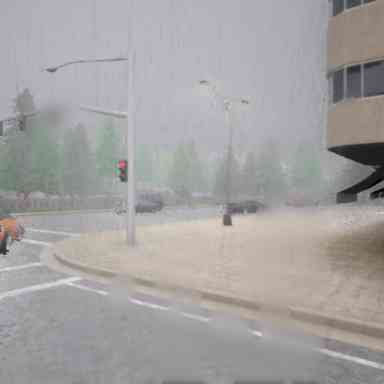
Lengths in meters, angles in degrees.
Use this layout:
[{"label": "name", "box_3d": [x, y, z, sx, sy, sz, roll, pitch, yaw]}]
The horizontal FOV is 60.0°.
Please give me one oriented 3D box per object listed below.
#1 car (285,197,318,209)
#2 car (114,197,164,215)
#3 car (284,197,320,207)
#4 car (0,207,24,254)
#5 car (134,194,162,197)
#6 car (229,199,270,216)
[{"label": "car", "box_3d": [14.596, 1.524, 44.583, 4.181, 1.385, 1.994, 0, 0, -14]}, {"label": "car", "box_3d": [-5.312, 1.495, 32.255, 1.812, 1.442, 4.674, 0, 0, 42]}, {"label": "car", "box_3d": [16.022, 1.486, 48.513, 4.674, 1.442, 1.812, 0, 0, -12]}, {"label": "car", "box_3d": [-8.129, 1.325, 13.145, 2.097, 1.767, 4.553, 0, 0, -21]}, {"label": "car", "box_3d": [-5.647, 1.194, 37.101, 5.566, 2.045, 2.150, 0, 0, -44]}, {"label": "car", "box_3d": [5.612, 1.465, 32.663, 4.892, 1.490, 1.837, 0, -1, -37]}]
